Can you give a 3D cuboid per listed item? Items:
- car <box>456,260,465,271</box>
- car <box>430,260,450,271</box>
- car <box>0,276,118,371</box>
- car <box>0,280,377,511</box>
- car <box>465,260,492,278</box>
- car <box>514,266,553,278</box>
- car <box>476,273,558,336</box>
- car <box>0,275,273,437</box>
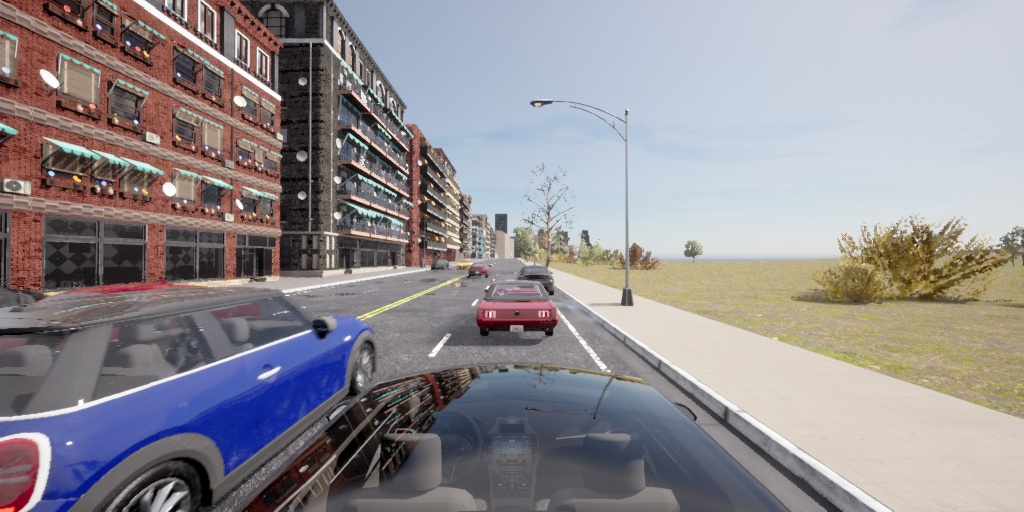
[{"bbox_3d":[-6.435,1.228,49.018,1.882,1.535,5.008,0,0,0],"label":"car"},{"bbox_3d":[-9.686,1.228,48.615,1.882,1.535,5.008,0,0,0],"label":"car"},{"bbox_3d":[-9.837,1.228,5.578,1.882,1.535,5.008,0,0,0],"label":"car"},{"bbox_3d":[-3.147,1.104,3.721,2.097,1.767,4.553,0,0,0],"label":"car"},{"bbox_3d":[-3.041,1.278,33.985,1.812,1.442,4.674,0,0,0],"label":"car"},{"bbox_3d":[1.198,1.257,19.537,1.837,1.490,4.892,0,0,0],"label":"car"},{"bbox_3d":[0.128,1.352,10.336,1.895,1.301,4.718,0,0,0],"label":"car"},{"bbox_3d":[-6.586,1.228,5.970,1.882,1.535,5.008,0,0,0],"label":"car"}]
